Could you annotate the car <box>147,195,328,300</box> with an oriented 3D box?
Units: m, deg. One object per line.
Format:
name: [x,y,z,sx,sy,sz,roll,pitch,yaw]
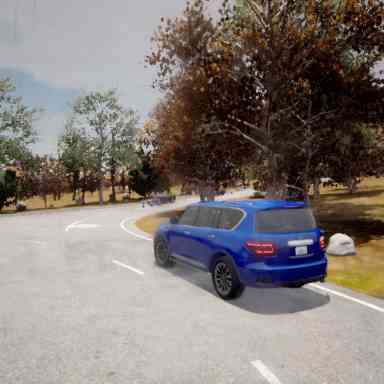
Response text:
car: [0.844,1.221,8.782,2.150,2.045,5.566,0,0,-28]

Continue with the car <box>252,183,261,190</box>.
car: [14.053,-1.281,67.538,1.882,1.535,5.008,0,5,44]

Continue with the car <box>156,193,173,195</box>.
car: [-4.188,0.908,46.077,2.128,1.511,4.902,0,3,35]

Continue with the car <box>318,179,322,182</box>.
car: [28.636,-2.632,77.491,1.994,1.385,4.181,0,5,42]

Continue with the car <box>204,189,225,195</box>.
car: [3.756,0.003,56.471,1.812,1.442,4.674,0,5,42]
